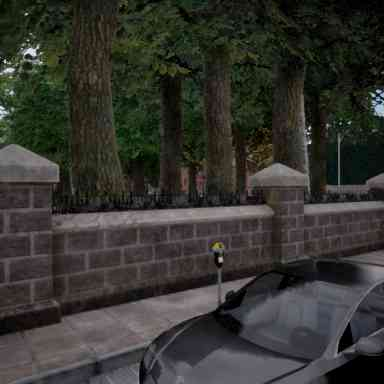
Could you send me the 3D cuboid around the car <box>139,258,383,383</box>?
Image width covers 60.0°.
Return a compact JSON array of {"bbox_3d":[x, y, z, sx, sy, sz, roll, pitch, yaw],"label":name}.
[{"bbox_3d":[1.505,1.565,3.894,4.313,1.339,1.947,0,-1,-36],"label":"car"}]
